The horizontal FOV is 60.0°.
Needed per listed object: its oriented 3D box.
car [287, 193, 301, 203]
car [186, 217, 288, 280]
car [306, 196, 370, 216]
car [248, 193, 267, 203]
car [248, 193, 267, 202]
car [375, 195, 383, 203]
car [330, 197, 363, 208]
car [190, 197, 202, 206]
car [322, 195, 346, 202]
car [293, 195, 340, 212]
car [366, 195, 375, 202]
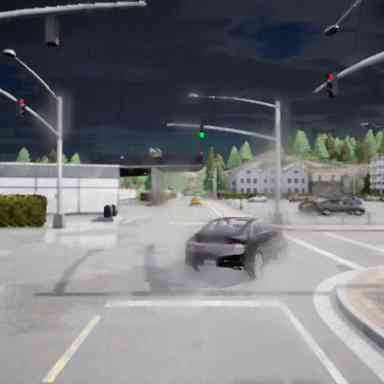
[{"bbox_3d":[21.860,1.211,67.865,4.605,1.855,1.932,0,0,0],"label":"car"},{"bbox_3d":[1.543,1.508,10.229,2.128,1.511,4.902,0,0,27],"label":"car"},{"bbox_3d":[13.317,1.392,30.470,4.514,1.523,2.007,0,0,0],"label":"car"},{"bbox_3d":[13.381,1.471,67.864,3.806,1.475,1.970,0,0,0],"label":"car"},{"bbox_3d":[14.007,1.192,71.187,3.866,1.878,1.905,0,0,0],"label":"car"},{"bbox_3d":[39.230,1.270,64.648,5.027,1.636,2.152,0,0,0],"label":"car"},{"bbox_3d":[21.006,1.398,45.419,3.633,1.501,1.845,0,0,0],"label":"car"},{"bbox_3d":[0.689,1.567,57.623,1.882,1.535,5.008,0,0,1],"label":"car"},{"bbox_3d":[31.902,1.426,74.761,4.514,1.523,2.007,0,0,0],"label":"car"},{"bbox_3d":[13.278,1.388,33.607,5.027,1.636,2.152,0,0,0],"label":"car"},{"bbox_3d":[38.935,1.358,71.066,3.806,1.475,1.970,0,0,0],"label":"car"}]
